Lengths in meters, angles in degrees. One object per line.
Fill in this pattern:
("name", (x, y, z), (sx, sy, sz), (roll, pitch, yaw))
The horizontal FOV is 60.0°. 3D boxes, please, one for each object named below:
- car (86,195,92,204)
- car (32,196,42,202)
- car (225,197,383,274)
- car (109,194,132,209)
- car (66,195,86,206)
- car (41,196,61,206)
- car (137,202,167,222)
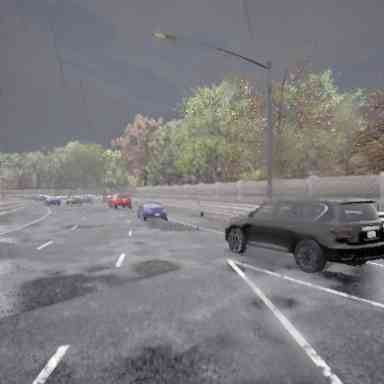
("car", (-21.696, 1.441, 67.169), (2.097, 1.767, 4.553), (0, 0, -30))
("car", (-38.890, 1.684, 84.848), (4.892, 1.490, 1.837), (0, 0, 39))
("car", (3.315, 1.187, 10.832), (2.150, 2.045, 5.566), (-1, 0, -28))
("car", (-9.743, 1.249, 45.004), (2.150, 2.045, 5.566), (0, 0, -24))
("car", (-20.697, 1.593, 58.311), (1.837, 1.490, 4.892), (0, 0, -34))
("car", (-23.645, 1.586, 56.424), (1.882, 1.535, 5.008), (0, 0, -34))
("car", (-3.225, 1.524, 26.717), (1.812, 1.442, 4.674), (0, 0, -17))
